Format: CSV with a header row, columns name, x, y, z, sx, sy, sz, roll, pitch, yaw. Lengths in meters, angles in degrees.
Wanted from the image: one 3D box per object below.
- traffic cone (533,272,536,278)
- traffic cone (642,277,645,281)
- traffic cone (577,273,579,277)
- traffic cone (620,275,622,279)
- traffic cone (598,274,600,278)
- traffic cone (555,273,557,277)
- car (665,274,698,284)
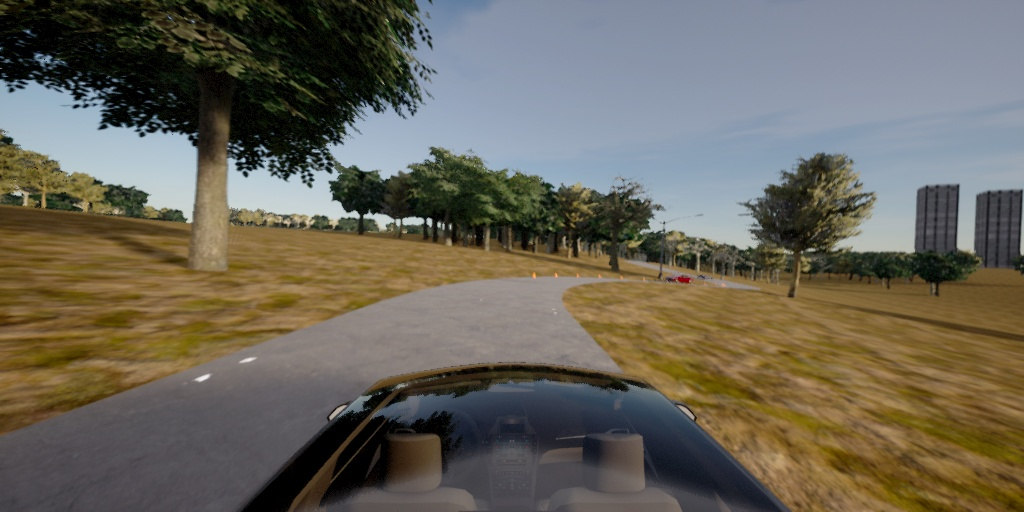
name,x,y,z,sx,sy,sz,roll,pitch,yaw
traffic cone,2.240,1.908,36.627,0.340,0.580,0.340,0,0,29
traffic cone,20.325,3.514,55.405,0.340,0.580,0.340,0,0,-31
traffic cone,8.279,2.379,45.262,0.340,0.580,0.340,0,0,41
traffic cone,15.965,3.092,52.452,0.340,0.580,0.340,0,0,-37
traffic cone,11.936,2.707,49.058,0.340,0.580,0.340,0,0,-43
traffic cone,5.036,2.113,41.103,0.340,0.580,0.340,0,0,35
car,26.011,3.510,55.768,5.008,1.535,1.882,5,-1,-27
